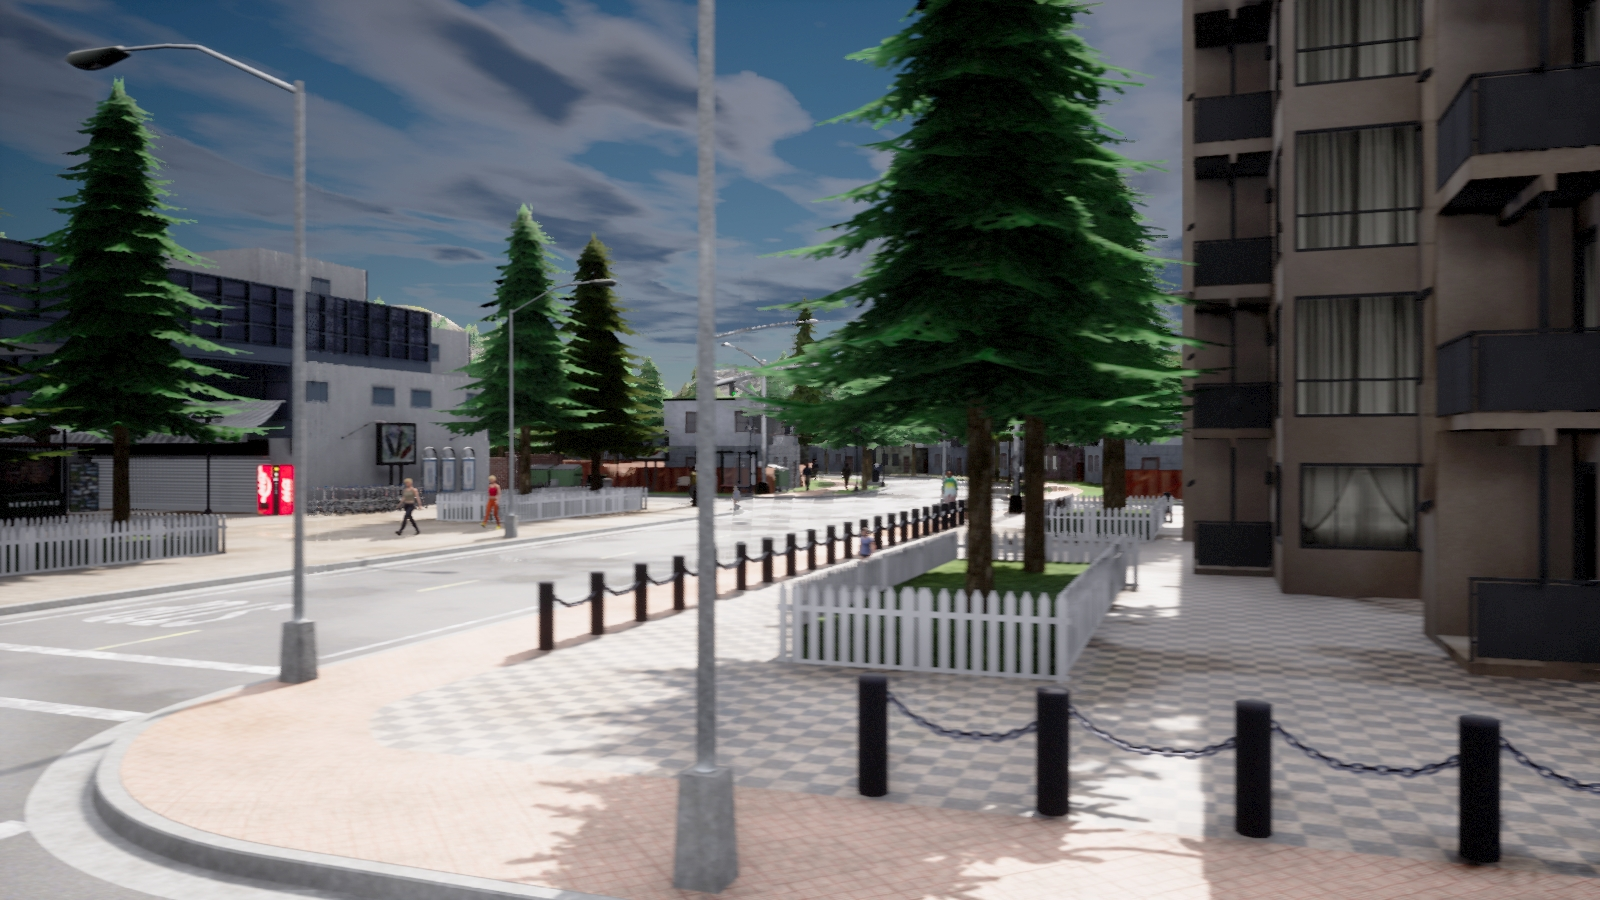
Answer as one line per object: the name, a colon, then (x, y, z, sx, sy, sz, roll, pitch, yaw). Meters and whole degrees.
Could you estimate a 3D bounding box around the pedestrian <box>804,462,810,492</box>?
pedestrian: (0.455, 1.658, 71.235, 0.375, 1.860, 0.375, 0, 0, -1)

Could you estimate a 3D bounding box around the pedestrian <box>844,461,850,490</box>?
pedestrian: (3.023, 1.659, 73.597, 0.375, 1.860, 0.375, 0, 0, 9)

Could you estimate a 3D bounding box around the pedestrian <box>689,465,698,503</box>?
pedestrian: (-5.266, 1.677, 56.644, 0.375, 1.860, 0.375, 0, 0, 11)

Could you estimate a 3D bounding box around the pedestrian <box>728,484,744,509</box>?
pedestrian: (-2.832, 2.072, 50.819, 0.500, 1.100, 0.500, 0, 0, -41)

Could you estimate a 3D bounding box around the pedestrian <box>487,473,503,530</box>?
pedestrian: (-10.071, 1.689, 37.693, 0.375, 1.860, 0.375, 0, 0, 19)

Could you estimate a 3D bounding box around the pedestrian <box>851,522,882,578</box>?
pedestrian: (1.384, 2.069, 23.776, 0.500, 1.100, 0.500, 0, 0, 23)

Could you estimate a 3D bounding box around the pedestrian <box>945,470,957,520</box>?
pedestrian: (5.668, 1.691, 42.841, 0.375, 1.860, 0.375, 0, 0, 23)

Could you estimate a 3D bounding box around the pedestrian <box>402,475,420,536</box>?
pedestrian: (-11.908, 1.686, 34.950, 0.375, 1.860, 0.375, 0, 0, 24)
